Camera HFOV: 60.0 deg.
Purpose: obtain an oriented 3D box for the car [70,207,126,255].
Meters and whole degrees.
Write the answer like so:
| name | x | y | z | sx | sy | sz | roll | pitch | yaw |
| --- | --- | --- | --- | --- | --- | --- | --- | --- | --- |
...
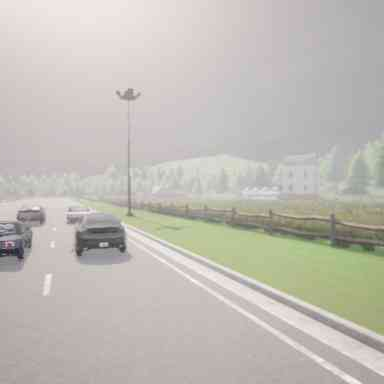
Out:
| name | x | y | z | sx | sy | sz | roll | pitch | yaw |
| --- | --- | --- | --- | --- | --- | --- | --- | --- | --- |
| car | -4.017 | 1.619 | 14.067 | 1.837 | 1.490 | 4.892 | 0 | 0 | -21 |

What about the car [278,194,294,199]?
| name | x | y | z | sx | sy | sz | roll | pitch | yaw |
| --- | --- | --- | --- | --- | --- | --- | --- | --- | --- |
| car | 24.843 | 1.391 | 87.624 | 1.932 | 1.855 | 4.605 | 0 | 0 | -22 |

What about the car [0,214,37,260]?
| name | x | y | z | sx | sy | sz | roll | pitch | yaw |
| --- | --- | --- | --- | --- | --- | --- | --- | --- | --- |
| car | -7.172 | 1.738 | 12.524 | 1.895 | 1.301 | 4.718 | 0 | 0 | -21 |

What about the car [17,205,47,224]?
| name | x | y | z | sx | sy | sz | roll | pitch | yaw |
| --- | --- | --- | --- | --- | --- | --- | --- | --- | --- |
| car | -12.835 | 1.761 | 26.694 | 2.128 | 1.511 | 4.902 | 0 | 0 | -21 |

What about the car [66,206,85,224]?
| name | x | y | z | sx | sy | sz | roll | pitch | yaw |
| --- | --- | --- | --- | --- | --- | --- | --- | --- | --- |
| car | -9.491 | 1.839 | 27.750 | 1.895 | 1.301 | 4.718 | 0 | 0 | -21 |
